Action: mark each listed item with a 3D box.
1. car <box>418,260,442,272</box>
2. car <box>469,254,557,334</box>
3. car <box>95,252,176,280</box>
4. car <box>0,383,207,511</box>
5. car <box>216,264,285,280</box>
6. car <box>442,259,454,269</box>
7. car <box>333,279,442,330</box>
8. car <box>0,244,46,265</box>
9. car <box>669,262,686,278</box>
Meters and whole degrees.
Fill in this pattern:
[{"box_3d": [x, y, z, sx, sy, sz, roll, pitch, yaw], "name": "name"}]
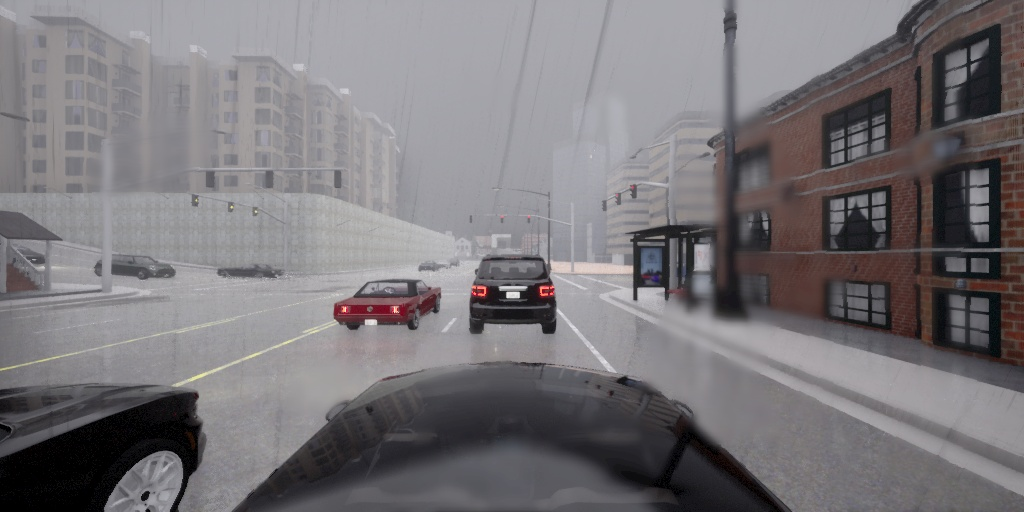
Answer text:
[{"box_3d": [-10.848, 1.314, 46.960, 1.994, 1.385, 4.181, 0, 0, 0], "name": "car"}, {"box_3d": [0.024, 0.971, 10.750, 2.150, 2.045, 5.566, 0, 0, 0], "name": "car"}, {"box_3d": [-28.081, 0.719, 26.904, 4.553, 1.767, 2.097, 5, 0, 0], "name": "car"}, {"box_3d": [-3.405, 1.228, 0.840, 1.882, 1.535, 5.008, 0, 0, 0], "name": "car"}, {"box_3d": [-22.308, 1.296, 30.655, 4.718, 1.301, 1.895, 2, 0, -1], "name": "car"}, {"box_3d": [-10.893, 1.276, 56.939, 1.812, 1.442, 4.674, 0, 0, -1], "name": "car"}, {"box_3d": [-3.474, 1.351, 11.066, 1.895, 1.301, 4.718, 0, 0, 0], "name": "car"}, {"box_3d": [-37.649, -0.190, 26.814, 4.181, 1.385, 1.994, 9, 0, -1], "name": "car"}, {"box_3d": [14.315, 1.228, 30.983, 5.008, 1.535, 1.882, 0, 0, -1], "name": "car"}]
